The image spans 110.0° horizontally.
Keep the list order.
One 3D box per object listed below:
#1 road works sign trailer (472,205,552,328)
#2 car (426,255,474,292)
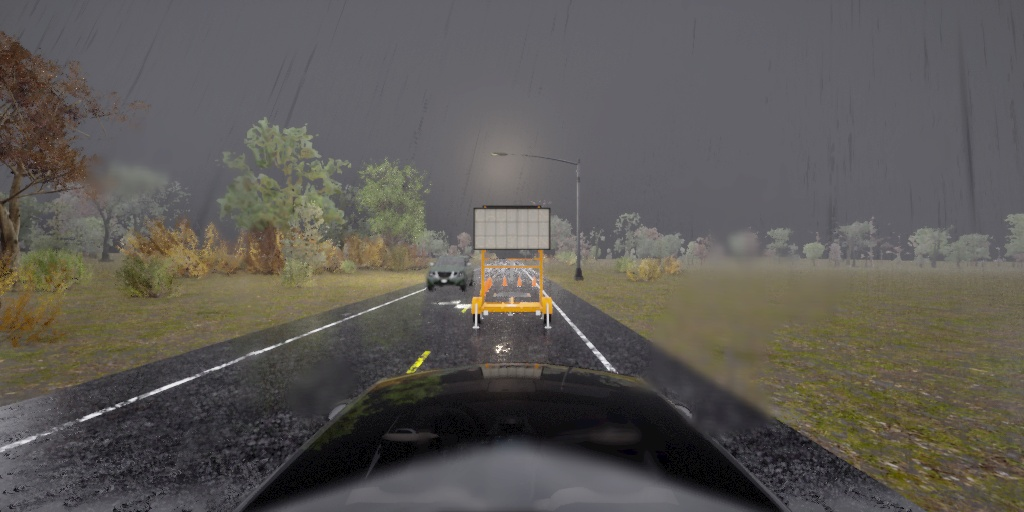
[{"bbox_3d":[0.001,0.216,11.340,2.380,3.560,2.880,0,0,0],"label":"road works sign trailer"},{"bbox_3d":[-3.599,0.976,21.792,2.150,2.045,5.566,0,0,0],"label":"car"}]
